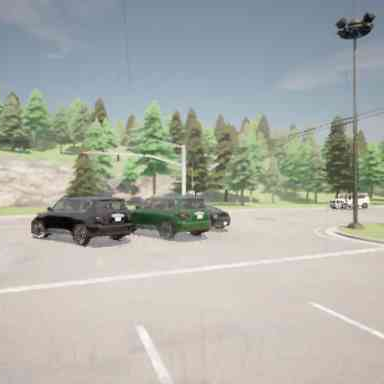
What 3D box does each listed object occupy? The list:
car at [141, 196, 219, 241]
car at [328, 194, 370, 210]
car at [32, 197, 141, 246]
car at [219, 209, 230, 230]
[{"bbox_3d":[-1.517,1.249,17.333,2.150,2.045,5.566,1,-1,-44],"label":"car"},{"bbox_3d":[20.614,1.243,43.551,5.566,2.045,2.150,0,0,-19],"label":"car"},{"bbox_3d":[-5.280,1.255,15.678,5.566,2.045,2.150,0,-1,37],"label":"car"},{"bbox_3d":[0.043,1.535,20.466,4.892,1.490,1.837,0,-1,40],"label":"car"}]
